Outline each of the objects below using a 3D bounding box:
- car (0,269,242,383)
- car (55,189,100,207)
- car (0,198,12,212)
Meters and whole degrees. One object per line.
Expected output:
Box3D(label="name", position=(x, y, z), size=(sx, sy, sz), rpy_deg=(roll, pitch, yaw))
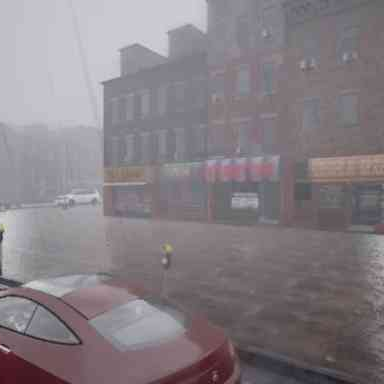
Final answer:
Box3D(label="car", position=(-1.472, 1.598, 3.855), size=(4.206, 1.307, 1.802), rpy_deg=(0, 0, 36))
Box3D(label="car", position=(-13.856, 0.702, 40.678), size=(2.150, 2.045, 5.566), rpy_deg=(0, 1, 35))
Box3D(label="car", position=(-20.038, 1.261, 31.972), size=(1.837, 1.490, 4.892), rpy_deg=(0, 2, 35))
